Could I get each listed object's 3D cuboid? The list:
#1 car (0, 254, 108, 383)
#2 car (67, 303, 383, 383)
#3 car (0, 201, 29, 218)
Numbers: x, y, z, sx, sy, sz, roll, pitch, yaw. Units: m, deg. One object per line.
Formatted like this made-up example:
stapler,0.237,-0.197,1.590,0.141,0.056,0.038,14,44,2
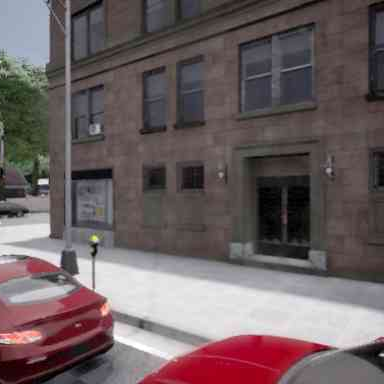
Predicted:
car,-2.933,1.608,4.903,4.206,1.307,1.802,0,0,36
car,1.559,1.543,1.698,4.507,1.381,1.887,0,0,36
car,-16.725,1.585,29.017,1.812,1.442,4.674,0,0,37
